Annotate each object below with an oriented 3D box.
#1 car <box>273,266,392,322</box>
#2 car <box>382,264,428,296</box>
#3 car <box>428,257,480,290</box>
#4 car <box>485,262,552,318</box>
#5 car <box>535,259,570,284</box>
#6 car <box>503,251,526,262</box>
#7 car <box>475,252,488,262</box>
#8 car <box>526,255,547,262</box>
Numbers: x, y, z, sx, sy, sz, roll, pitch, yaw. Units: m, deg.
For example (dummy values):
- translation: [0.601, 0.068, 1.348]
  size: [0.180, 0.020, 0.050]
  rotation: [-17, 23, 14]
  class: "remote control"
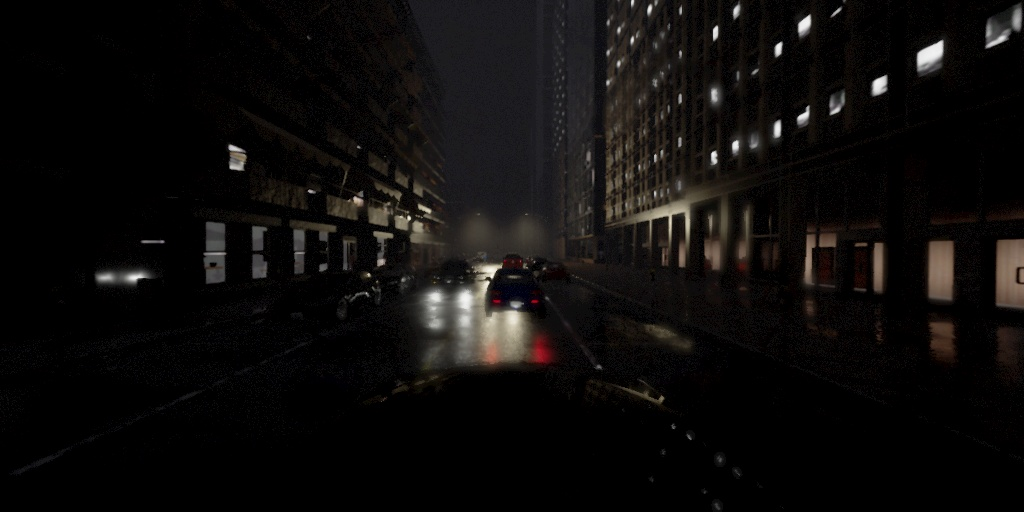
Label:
- translation: [-5.690, 1.164, 11.659]
  size: [1.948, 1.339, 4.313]
  rotation: [0, 0, 0]
  class: "car"
- translation: [-5.689, 1.063, 17.307]
  size: [2.007, 1.370, 4.403]
  rotation: [0, 0, 0]
  class: "car"
- translation: [-3.096, 0.977, 19.971]
  size: [1.837, 1.490, 4.892]
  rotation: [0, 1, 0]
  class: "car"
- translation: [0.080, 1.118, 12.054]
  size: [1.812, 1.442, 4.674]
  rotation: [0, 1, -1]
  class: "car"
- translation: [2.692, 1.010, 22.954]
  size: [1.802, 1.307, 4.207]
  rotation: [0, 0, 0]
  class: "car"
- translation: [0.103, 0.555, 38.149]
  size: [2.097, 1.767, 4.553]
  rotation: [0, 1, 0]
  class: "car"
- translation: [-5.685, 0.415, 62.490]
  size: [1.948, 1.339, 4.313]
  rotation: [0, 0, 0]
  class: "car"
- translation: [2.693, 0.826, 34.249]
  size: [1.948, 1.339, 4.313]
  rotation: [0, 0, 0]
  class: "car"
